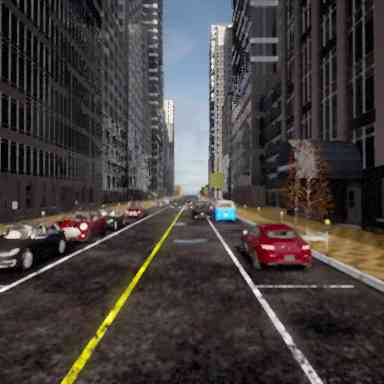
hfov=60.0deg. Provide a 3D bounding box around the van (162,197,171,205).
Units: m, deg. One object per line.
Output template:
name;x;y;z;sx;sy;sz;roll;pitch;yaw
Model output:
van;-5.681;2.026;73.872;1.690;1.788;3.998;0;0;0

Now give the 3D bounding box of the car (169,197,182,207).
car;-3.011;2.116;65.235;1.837;1.490;4.892;0;0;0

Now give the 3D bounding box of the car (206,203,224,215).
car;2.695;1.962;39.712;1.802;1.307;4.206;0;-1;0

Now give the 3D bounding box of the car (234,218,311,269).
car;2.692;1.697;11.252;1.802;1.307;4.206;0;-1;0

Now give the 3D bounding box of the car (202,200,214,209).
car;2.697;2.120;56.789;1.802;1.307;4.206;0;-1;0

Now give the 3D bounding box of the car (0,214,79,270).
car;-5.689;1.666;11.255;2.008;1.369;4.403;0;-1;0

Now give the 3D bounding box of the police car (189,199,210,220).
police car;0.904;1.729;31.458;1.930;1.638;5.238;0;-1;0

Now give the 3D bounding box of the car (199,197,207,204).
car;2.701;2.213;85.251;1.967;1.590;4.097;0;0;0

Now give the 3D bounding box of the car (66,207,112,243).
car;-5.689;1.609;16.949;1.967;1.590;4.097;0;-1;0

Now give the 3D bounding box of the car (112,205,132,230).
car;-5.688;1.773;22.640;2.008;1.369;4.403;0;-1;0

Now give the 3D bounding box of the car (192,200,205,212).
car;0.906;1.908;47.538;1.801;1.575;5.366;0;-1;0

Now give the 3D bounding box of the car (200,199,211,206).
car;2.699;2.189;68.173;2.008;1.369;4.403;0;0;0

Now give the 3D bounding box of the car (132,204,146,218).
car;-5.686;1.909;34.023;1.802;1.307;4.206;0;-1;0

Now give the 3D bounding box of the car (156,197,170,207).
car;-5.683;2.140;62.486;2.008;1.369;4.403;0;-1;0

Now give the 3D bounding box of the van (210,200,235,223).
van;2.694;1.616;28.330;1.690;1.788;3.998;0;-1;0

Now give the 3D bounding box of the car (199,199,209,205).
car;2.699;2.236;73.866;2.008;1.369;4.403;0;0;0

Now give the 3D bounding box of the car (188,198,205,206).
car;0.855;1.747;41.311;2.097;1.767;4.553;0;-1;-1
